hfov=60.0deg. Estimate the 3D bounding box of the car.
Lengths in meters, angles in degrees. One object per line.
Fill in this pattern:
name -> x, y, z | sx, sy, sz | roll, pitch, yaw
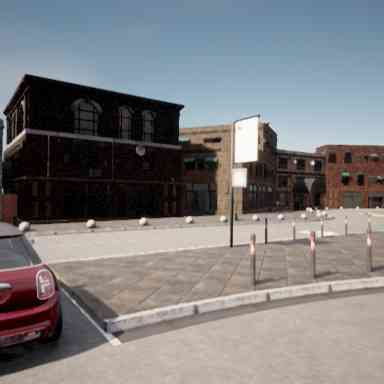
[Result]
car -> -3.787, 1.293, 5.644 | 2.185, 1.767, 4.553 | 0, 0, -36
